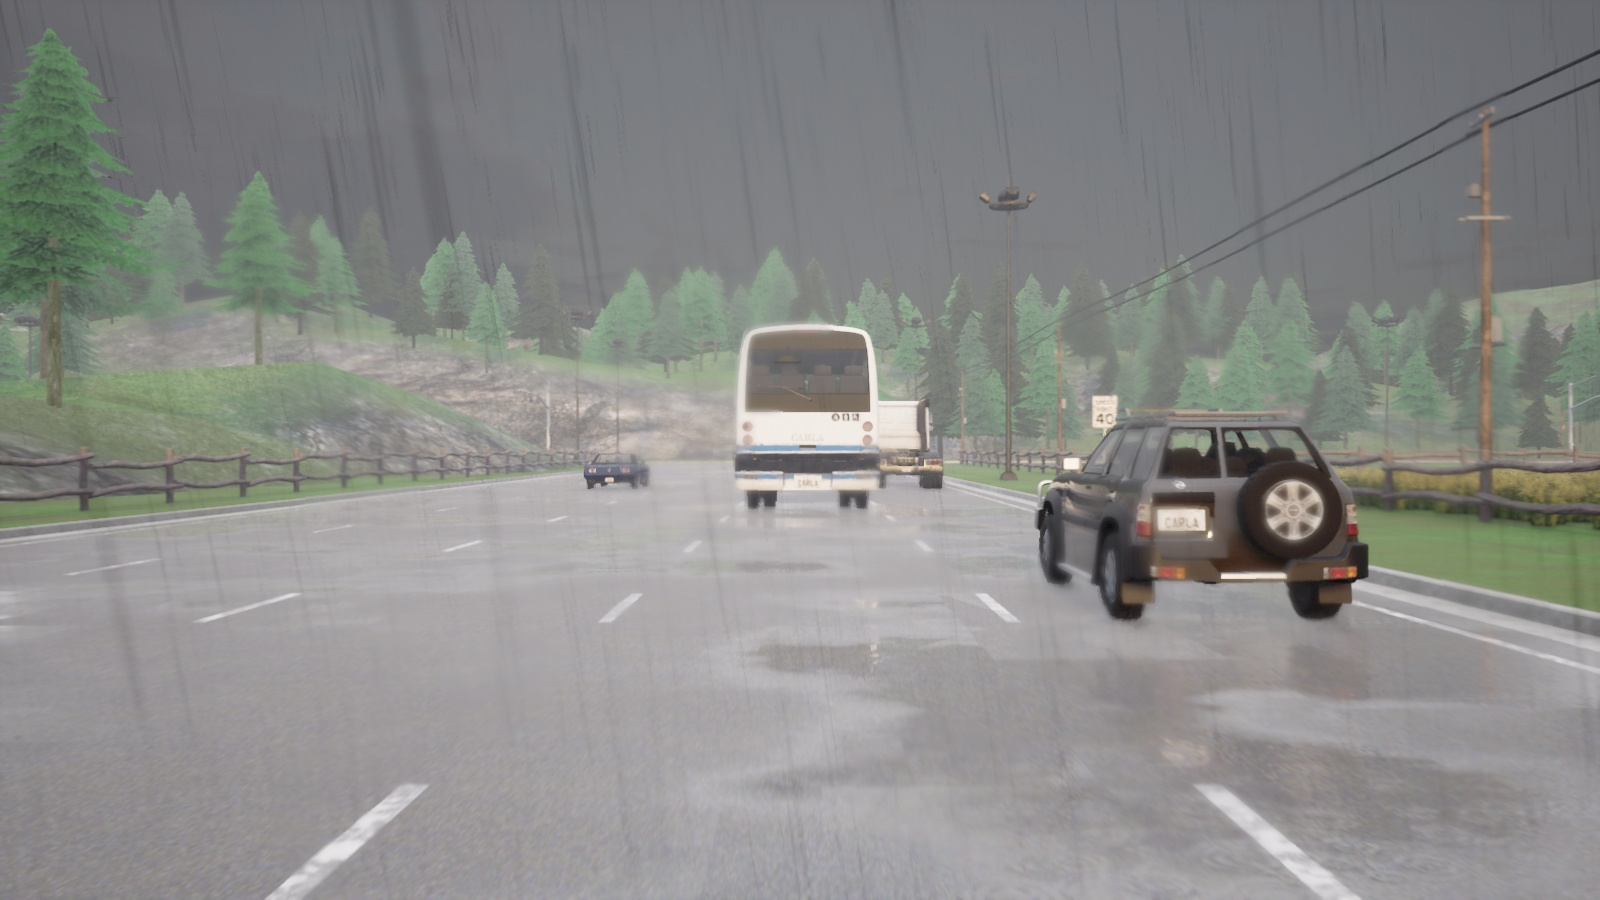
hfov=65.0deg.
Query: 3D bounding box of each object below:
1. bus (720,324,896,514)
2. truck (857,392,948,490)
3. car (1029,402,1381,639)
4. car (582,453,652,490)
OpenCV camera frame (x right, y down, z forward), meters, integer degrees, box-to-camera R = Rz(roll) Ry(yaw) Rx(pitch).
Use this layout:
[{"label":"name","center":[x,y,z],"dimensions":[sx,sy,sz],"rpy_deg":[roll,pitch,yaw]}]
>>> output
[{"label":"bus","center":[0.218,-0.692,33.277],"dimensions":[3.944,4.253,10.273],"rpy_deg":[0,0,0]},{"label":"truck","center":[3.793,-0.322,48.315],"dimensions":[2.891,3.462,7.936],"rpy_deg":[0,0,0]},{"label":"car","center":[3.585,0.544,12.125],"dimensions":[1.932,1.855,4.605],"rpy_deg":[0,0,0]},{"label":"car","center":[-6.718,0.755,46.552],"dimensions":[1.895,1.301,4.718],"rpy_deg":[0,0,0]}]
